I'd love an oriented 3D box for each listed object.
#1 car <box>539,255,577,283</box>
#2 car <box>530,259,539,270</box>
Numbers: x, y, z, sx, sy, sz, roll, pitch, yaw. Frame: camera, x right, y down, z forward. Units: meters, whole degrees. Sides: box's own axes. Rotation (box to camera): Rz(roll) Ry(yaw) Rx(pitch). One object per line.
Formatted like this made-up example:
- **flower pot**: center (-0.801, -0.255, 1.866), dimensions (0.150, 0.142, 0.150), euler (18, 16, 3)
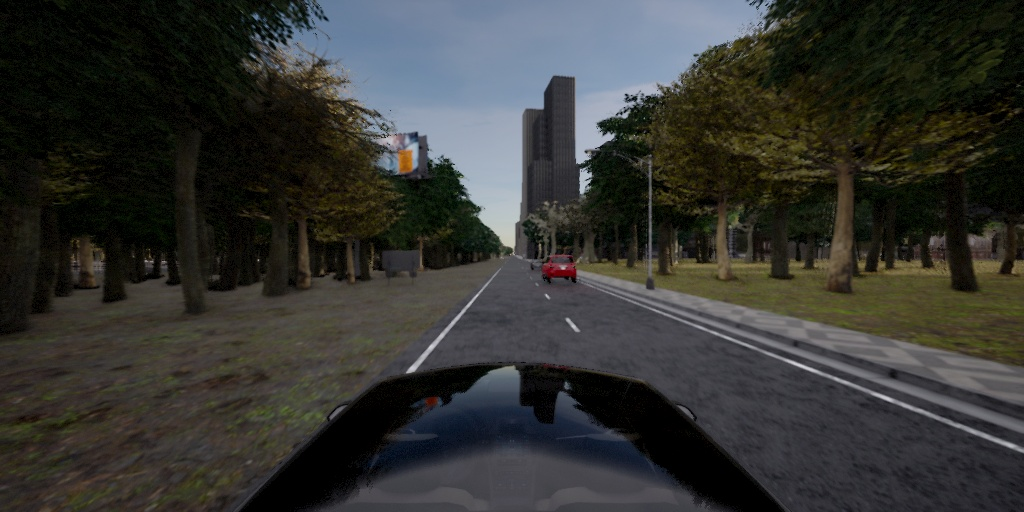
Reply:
- **car**: center (3.588, 0.957, 27.834), dimensions (2.150, 2.045, 5.566), euler (0, 0, 0)
- **car**: center (3.581, 1.201, 51.448), dimensions (2.128, 1.511, 4.902), euler (0, 0, 0)
